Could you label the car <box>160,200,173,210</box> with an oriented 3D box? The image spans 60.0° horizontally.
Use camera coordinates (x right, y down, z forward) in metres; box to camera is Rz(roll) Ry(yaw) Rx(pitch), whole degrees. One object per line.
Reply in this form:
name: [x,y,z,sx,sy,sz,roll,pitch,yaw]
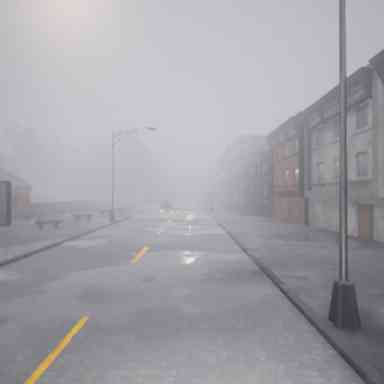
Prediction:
car: [-3.995,2.011,53.130,1.837,1.490,4.892,0,-1,0]
